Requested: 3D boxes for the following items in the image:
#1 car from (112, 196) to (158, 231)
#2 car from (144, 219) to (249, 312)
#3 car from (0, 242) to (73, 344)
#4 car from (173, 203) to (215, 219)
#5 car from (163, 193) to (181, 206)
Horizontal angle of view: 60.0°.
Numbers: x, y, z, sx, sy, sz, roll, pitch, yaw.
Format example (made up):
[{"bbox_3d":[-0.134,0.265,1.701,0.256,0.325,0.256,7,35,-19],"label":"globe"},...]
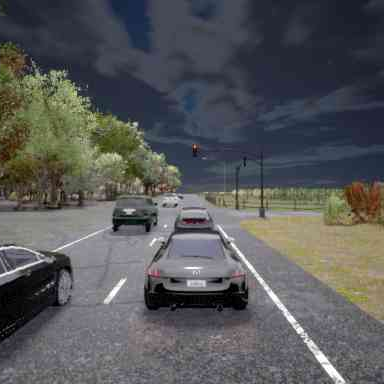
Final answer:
[{"bbox_3d":[-3.400,1.228,20.656,2.150,2.045,5.566,0,0,0],"label":"car"},{"bbox_3d":[0.094,1.566,7.820,1.994,1.385,4.181,0,0,0],"label":"car"},{"bbox_3d":[-3.399,1.494,5.050,2.128,1.511,4.902,0,0,0],"label":"car"},{"bbox_3d":[0.100,1.510,16.733,1.837,1.490,4.892,0,0,0],"label":"car"},{"bbox_3d":[-3.402,1.230,54.009,2.150,2.045,5.566,0,0,0],"label":"car"}]
